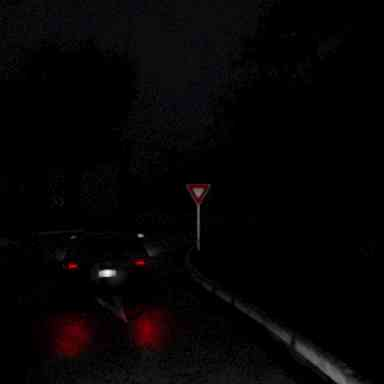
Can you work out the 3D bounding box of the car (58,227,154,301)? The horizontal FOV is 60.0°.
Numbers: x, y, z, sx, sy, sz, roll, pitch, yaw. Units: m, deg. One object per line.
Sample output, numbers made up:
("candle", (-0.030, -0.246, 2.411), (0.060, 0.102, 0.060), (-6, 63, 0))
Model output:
("car", (-2.147, 1.582, 8.510), (1.994, 1.385, 4.181), (0, 0, -14))
